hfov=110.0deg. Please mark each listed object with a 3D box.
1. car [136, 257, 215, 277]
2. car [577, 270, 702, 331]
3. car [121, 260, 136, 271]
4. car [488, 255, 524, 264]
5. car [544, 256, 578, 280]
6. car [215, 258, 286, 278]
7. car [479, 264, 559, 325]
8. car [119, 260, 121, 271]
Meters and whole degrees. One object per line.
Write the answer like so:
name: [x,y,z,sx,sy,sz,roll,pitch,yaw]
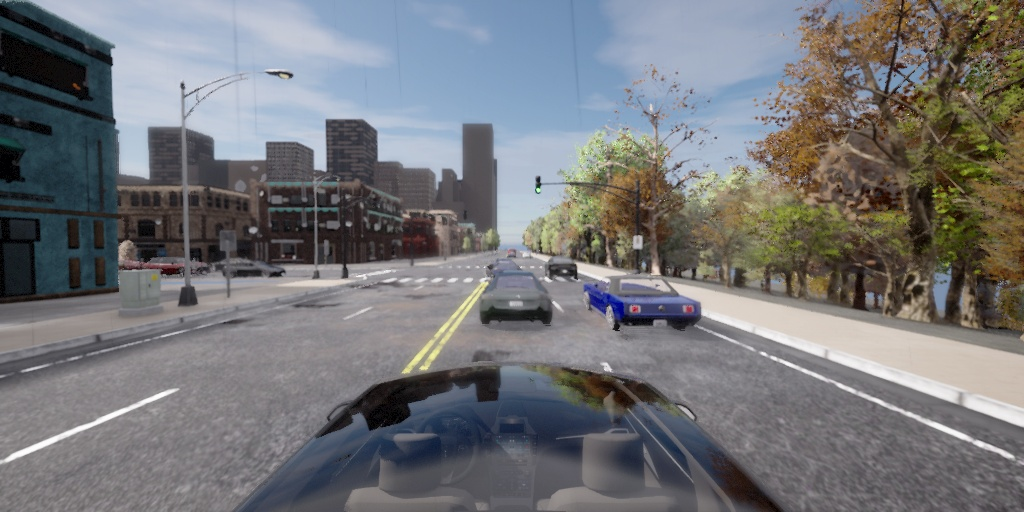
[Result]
car: [-28.454,0.870,30.547,4.553,1.767,2.097,-1,2,0]
car: [3.351,1.186,10.311,1.895,1.301,4.718,0,1,0]
car: [-39.350,1.055,36.373,4.207,1.307,1.802,0,0,0]
car: [-0.665,0.876,24.536,1.994,1.385,4.181,0,1,-12]
car: [3.350,0.778,25.148,1.882,1.535,5.008,0,1,0]
car: [-19.947,1.066,27.846,4.313,1.339,1.948,0,0,0]
car: [0.101,1.135,11.042,1.994,1.385,4.181,0,1,0]
car: [-33.824,1.095,27.988,4.097,1.591,1.967,0,0,0]
